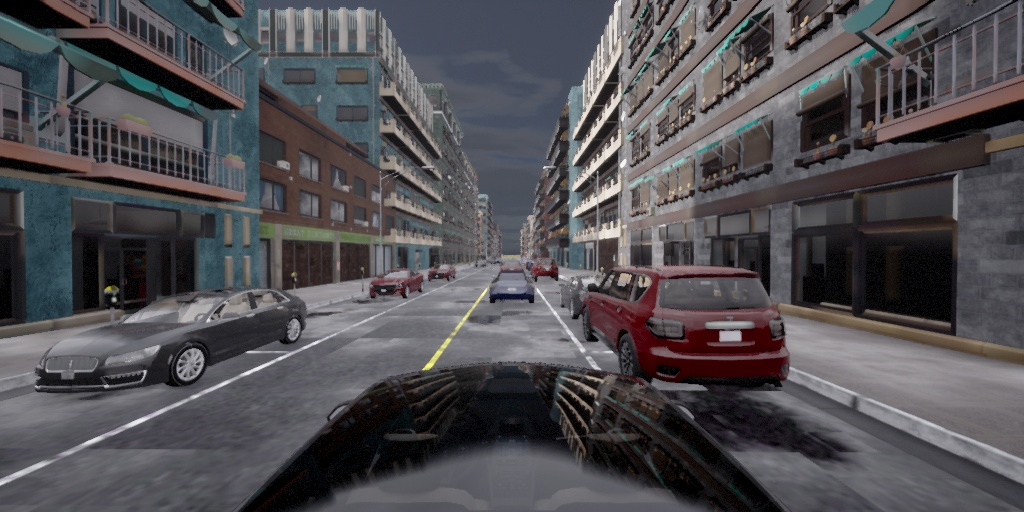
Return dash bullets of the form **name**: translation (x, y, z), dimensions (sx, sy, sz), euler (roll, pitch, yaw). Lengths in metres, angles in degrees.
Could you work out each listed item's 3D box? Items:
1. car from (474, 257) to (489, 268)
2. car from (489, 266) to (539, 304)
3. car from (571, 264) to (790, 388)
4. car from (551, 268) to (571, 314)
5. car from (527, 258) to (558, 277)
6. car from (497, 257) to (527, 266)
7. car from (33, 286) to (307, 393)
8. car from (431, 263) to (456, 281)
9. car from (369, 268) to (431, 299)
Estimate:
- **car**: translation (-5.691, 1.344, 63.630), dimensions (1.948, 1.339, 4.313), euler (0, 0, 0)
- **car**: translation (0.000, 1.321, 16.501), dimensions (1.994, 1.385, 4.181), euler (0, 0, 0)
- **car**: translation (2.689, 1.062, 6.780), dimensions (2.192, 1.841, 5.009), euler (0, 0, 0)
- **car**: translation (2.689, 1.297, 12.464), dimensions (2.007, 1.370, 4.403), euler (0, 0, 0)
- **car**: translation (2.689, 1.067, 29.518), dimensions (2.192, 1.841, 5.009), euler (0, 0, 0)
- **car**: translation (0.000, 1.121, 31.473), dimensions (2.097, 1.767, 4.553), euler (0, 0, 0)
- **car**: translation (-5.692, 1.298, 6.783), dimensions (2.007, 1.370, 4.403), euler (0, 0, 0)
- **car**: translation (-5.692, 1.298, 29.522), dimensions (1.888, 1.381, 4.507), euler (0, 0, 0)
- **car**: translation (-5.692, 1.293, 18.152), dimensions (1.888, 1.381, 4.507), euler (0, 0, 0)
